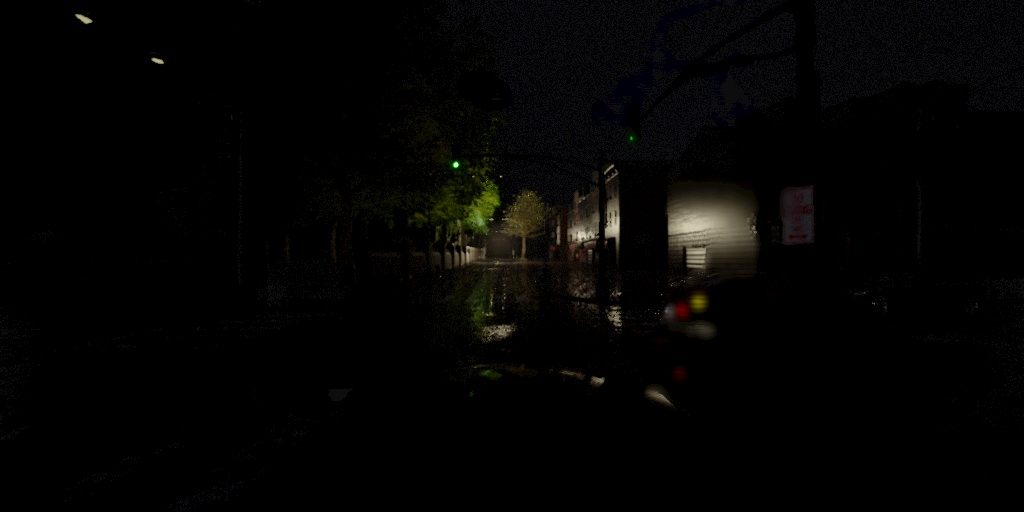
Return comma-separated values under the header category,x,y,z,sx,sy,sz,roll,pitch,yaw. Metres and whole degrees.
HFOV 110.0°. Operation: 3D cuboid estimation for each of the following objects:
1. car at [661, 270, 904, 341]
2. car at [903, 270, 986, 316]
category,x,y,z,sx,sy,sz,roll,pitch,yaw
car,6.040,1.105,8.605,4.674,1.442,1.812,-1,0,-1
car,12.174,1.109,11.350,4.313,1.339,1.948,0,0,-1
